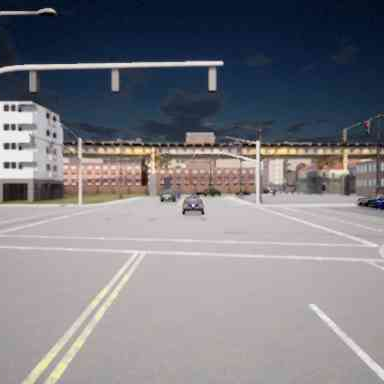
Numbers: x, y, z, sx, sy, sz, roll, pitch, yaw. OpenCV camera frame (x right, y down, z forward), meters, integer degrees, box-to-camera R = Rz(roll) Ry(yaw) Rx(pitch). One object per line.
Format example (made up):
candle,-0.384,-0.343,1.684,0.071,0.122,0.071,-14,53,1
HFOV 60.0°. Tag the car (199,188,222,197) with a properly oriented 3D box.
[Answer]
car,4.956,0.068,80.957,2.150,2.045,5.566,1,1,39

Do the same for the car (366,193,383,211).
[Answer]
car,18.618,0.906,29.441,5.008,1.535,1.882,-1,1,1

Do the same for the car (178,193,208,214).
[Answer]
car,0.097,1.094,29.197,2.033,1.411,5.357,0,1,0

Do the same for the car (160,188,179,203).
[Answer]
car,-3.572,0.501,50.293,2.150,2.045,5.566,0,1,1

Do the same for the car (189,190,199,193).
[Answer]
car,0.782,0.352,81.211,2.128,1.511,4.902,0,1,31

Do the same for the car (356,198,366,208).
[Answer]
car,18.908,0.871,32.935,4.902,1.511,2.128,-1,1,1

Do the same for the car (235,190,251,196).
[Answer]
car,13.424,0.274,87.380,4.674,1.442,1.812,0,1,-24
